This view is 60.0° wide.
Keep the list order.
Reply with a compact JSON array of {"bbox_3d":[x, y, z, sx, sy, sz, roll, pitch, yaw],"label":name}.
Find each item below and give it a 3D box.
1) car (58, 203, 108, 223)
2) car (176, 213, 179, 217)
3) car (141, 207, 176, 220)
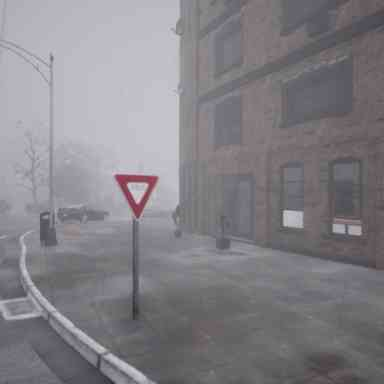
[{"bbox_3d":[-8.560,1.680,26.647,1.882,1.535,5.008,0,-3,16],"label":"car"},{"bbox_3d":[-3.226,2.964,48.051,1.882,1.535,5.008,0,-3,26],"label":"car"},{"bbox_3d":[-4.162,2.431,38.032,2.128,1.511,4.902,0,-3,24],"label":"car"}]
